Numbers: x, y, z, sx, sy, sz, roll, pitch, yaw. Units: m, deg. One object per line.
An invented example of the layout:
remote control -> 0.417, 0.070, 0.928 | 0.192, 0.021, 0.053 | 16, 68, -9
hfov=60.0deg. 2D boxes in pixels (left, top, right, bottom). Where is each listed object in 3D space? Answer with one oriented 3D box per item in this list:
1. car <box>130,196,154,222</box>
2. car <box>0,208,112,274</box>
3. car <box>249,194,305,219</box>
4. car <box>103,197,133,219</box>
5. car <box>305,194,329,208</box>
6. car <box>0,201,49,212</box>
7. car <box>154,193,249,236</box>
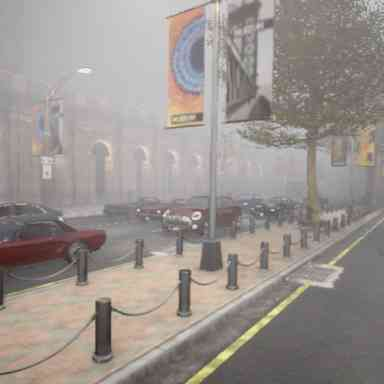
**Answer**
car -> -1.109, 1.061, 19.447 | 1.895, 1.301, 4.718 | 2, 2, 34
car -> -4.530, 1.297, 8.288 | 1.895, 1.301, 4.718 | 2, 2, 34
car -> 6.020, 1.017, 23.637 | 2.033, 1.411, 5.357 | 2, 2, 35
car -> -3.437, 0.960, 21.617 | 1.895, 1.301, 4.718 | 2, 2, 34
car -> 11.884, 0.872, 32.099 | 1.812, 1.442, 4.674 | 2, 2, 35
car -> -6.705, 1.086, 11.298 | 1.837, 1.490, 4.892 | 2, 2, 34
car -> 0.602, 0.938, 15.744 | 2.097, 1.767, 4.553 | 2, 2, 35
